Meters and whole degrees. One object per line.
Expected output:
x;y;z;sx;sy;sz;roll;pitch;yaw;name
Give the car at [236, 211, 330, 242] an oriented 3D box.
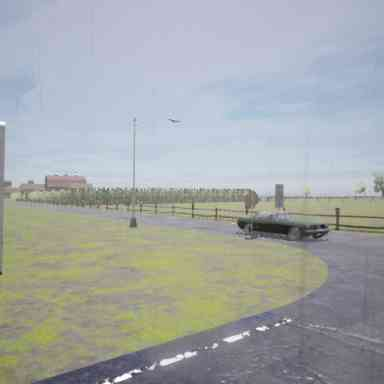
4.567;1.680;17.163;1.895;1.301;4.718;1;-1;-36;car
